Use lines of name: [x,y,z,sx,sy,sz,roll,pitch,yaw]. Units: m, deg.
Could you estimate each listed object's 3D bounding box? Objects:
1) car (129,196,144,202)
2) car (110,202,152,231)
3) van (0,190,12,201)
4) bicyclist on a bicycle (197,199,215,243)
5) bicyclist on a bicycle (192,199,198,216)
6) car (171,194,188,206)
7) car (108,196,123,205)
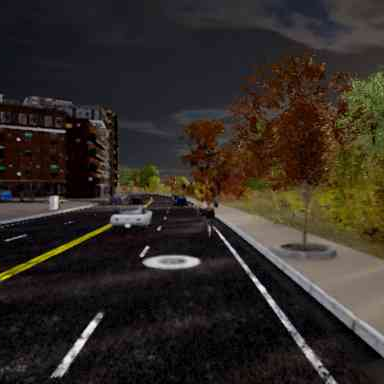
car: [-8.440,1.289,51.272,1.994,1.385,4.181,0,0,-4]
car: [-3.462,1.490,19.877,1.895,1.301,4.718,0,0,-2]
van: [-33.494,0.611,57.822,3.998,1.788,1.690,1,-1,-34]
bicyclist on a bicycle: [0.717,1.284,14.533,0.659,1.776,1.843,0,1,-1]
bicyclist on a bicycle: [0.465,1.293,24.348,0.866,1.612,1.509,0,0,-2]
car: [-1.703,1.273,49.020,1.994,1.385,4.181,0,0,-4]
car: [-11.686,1.286,50.946,2.033,1.411,5.357,0,0,-7]
